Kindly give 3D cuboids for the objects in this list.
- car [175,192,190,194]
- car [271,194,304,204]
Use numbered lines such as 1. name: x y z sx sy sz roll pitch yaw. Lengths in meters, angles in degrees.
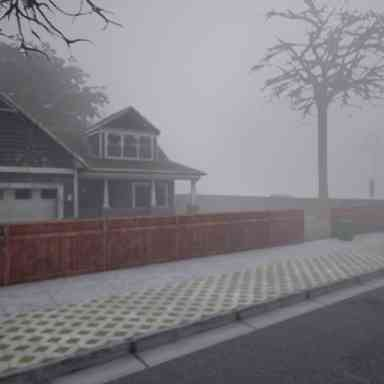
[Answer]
1. car: -2.646 0.840 51.851 1.812 1.442 4.674 0 1 -36
2. car: 9.955 1.002 34.516 2.097 1.767 4.553 0 1 -36
